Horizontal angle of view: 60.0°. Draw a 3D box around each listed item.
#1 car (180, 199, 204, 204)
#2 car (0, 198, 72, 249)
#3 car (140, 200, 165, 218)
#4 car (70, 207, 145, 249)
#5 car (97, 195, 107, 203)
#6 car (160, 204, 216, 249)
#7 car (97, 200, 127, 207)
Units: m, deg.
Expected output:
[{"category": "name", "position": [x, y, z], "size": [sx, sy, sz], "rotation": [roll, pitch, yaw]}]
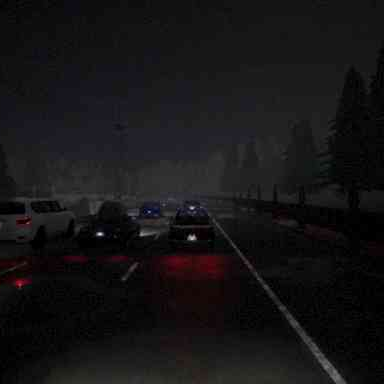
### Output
[{"category": "car", "position": [0.000, 1.367, 29.620], "size": [2.097, 1.767, 4.553], "rotation": [0, 0, 0]}, {"category": "car", "position": [-7.000, 1.259, 14.680], "size": [2.150, 2.045, 5.566], "rotation": [0, 0, 0]}, {"category": "car", "position": [-3.500, 1.486, 29.650], "size": [1.882, 1.535, 5.008], "rotation": [0, 0, 0]}, {"category": "car", "position": [-3.500, 1.573, 14.650], "size": [1.994, 1.385, 4.181], "rotation": [0, 0, 0]}, {"category": "car", "position": [-19.636, 1.448, 72.507], "size": [1.882, 1.535, 5.008], "rotation": [0, 0, -12]}, {"category": "car", "position": [0.000, 1.496, 14.650], "size": [2.128, 1.511, 4.902], "rotation": [0, 0, 0]}, {"category": "car", "position": [-7.000, 1.517, 29.650], "size": [1.837, 1.490, 4.892], "rotation": [0, 0, 0]}]
